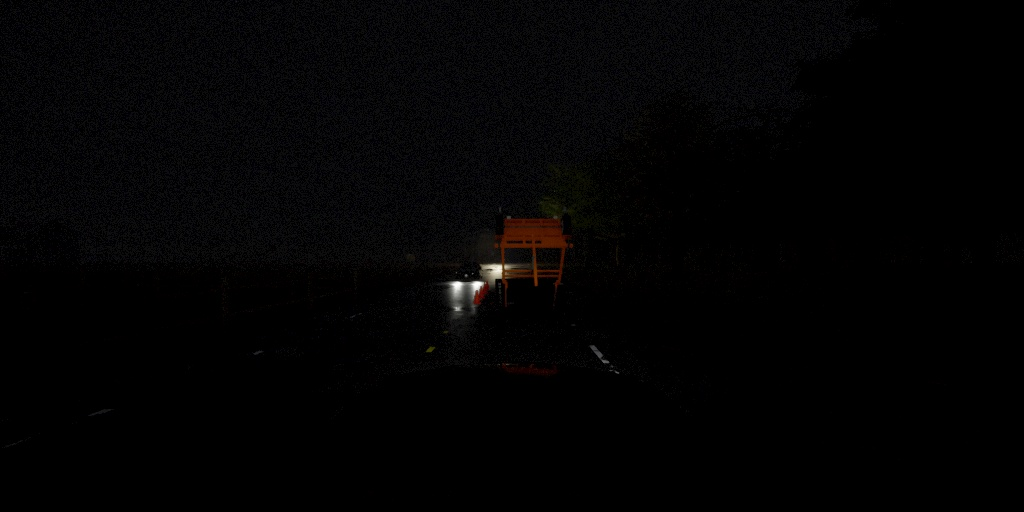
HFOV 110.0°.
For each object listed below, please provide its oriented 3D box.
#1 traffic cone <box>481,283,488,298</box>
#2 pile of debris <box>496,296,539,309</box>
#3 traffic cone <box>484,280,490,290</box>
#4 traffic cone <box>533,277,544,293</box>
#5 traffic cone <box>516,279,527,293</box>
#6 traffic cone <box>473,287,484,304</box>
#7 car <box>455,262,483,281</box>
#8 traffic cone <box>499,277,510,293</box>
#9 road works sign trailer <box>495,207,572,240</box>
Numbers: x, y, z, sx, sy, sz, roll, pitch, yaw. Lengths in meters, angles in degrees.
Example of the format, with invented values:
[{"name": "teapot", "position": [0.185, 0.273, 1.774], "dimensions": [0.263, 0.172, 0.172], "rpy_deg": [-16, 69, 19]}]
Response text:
[{"name": "traffic cone", "position": [-1.449, 1.692, 16.895], "dimensions": [0.340, 0.580, 0.340], "rpy_deg": [0, 0, 0]}, {"name": "pile of debris", "position": [0.031, 1.904, 14.898], "dimensions": [1.860, 0.140, 1.500], "rpy_deg": [0, 0, 0]}, {"name": "traffic cone", "position": [-1.445, 1.690, 18.895], "dimensions": [0.340, 0.580, 0.340], "rpy_deg": [0, 0, 0]}, {"name": "traffic cone", "position": [1.557, 1.688, 20.888], "dimensions": [0.340, 0.580, 0.340], "rpy_deg": [0, 0, 0]}, {"name": "traffic cone", "position": [0.558, 1.688, 20.890], "dimensions": [0.340, 0.580, 0.340], "rpy_deg": [0, 0, 0]}, {"name": "traffic cone", "position": [-1.453, 1.694, 14.895], "dimensions": [0.340, 0.580, 0.340], "rpy_deg": [0, 0, 0]}, {"name": "car", "position": [-3.435, 1.227, 29.341], "dimensions": [1.837, 1.490, 4.892], "rpy_deg": [0, 0, 0]}, {"name": "traffic cone", "position": [-0.441, 1.688, 20.893], "dimensions": [0.340, 0.580, 0.340], "rpy_deg": [0, 0, 0]}, {"name": "road works sign trailer", "position": [0.635, -2.366, 10.103], "dimensions": [2.380, 3.560, 2.880], "rpy_deg": [0, 0, 0]}]
